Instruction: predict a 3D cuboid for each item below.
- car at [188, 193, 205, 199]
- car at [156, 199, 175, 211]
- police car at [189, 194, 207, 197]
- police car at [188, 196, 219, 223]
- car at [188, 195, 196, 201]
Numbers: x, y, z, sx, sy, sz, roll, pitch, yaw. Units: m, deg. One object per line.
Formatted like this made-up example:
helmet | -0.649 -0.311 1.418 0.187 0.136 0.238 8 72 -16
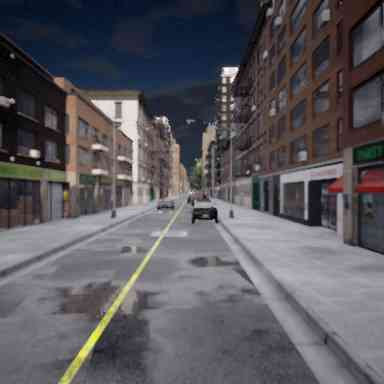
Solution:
car | 0.897 1.155 40.747 2.150 2.045 5.566 0 0 0
car | -3.088 1.494 40.012 1.994 1.385 4.181 0 0 0
police car | 0.898 1.361 34.826 1.930 1.638 5.238 0 0 0
police car | 0.898 1.374 24.826 1.930 1.638 5.238 0 0 0
car | -0.006 1.305 76.273 1.994 1.385 4.181 0 0 0
